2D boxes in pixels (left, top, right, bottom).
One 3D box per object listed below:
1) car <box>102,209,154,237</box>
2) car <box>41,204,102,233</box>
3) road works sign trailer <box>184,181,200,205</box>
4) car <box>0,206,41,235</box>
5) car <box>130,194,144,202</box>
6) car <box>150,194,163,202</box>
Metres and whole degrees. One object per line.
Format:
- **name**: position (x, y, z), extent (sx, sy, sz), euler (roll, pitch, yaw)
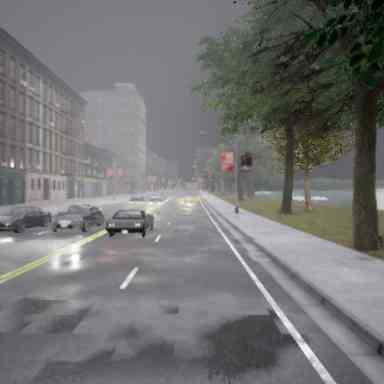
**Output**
- **car**: position (-3.149, 1.582, 17.842), extent (1.895, 1.301, 4.718), euler (0, 0, 0)
- **car**: position (-6.596, 1.471, 19.623), extent (2.128, 1.511, 4.902), euler (0, 0, 0)
- **road works sign trailer**: position (0.002, 0.142, 51.537), extent (2.380, 3.560, 2.880), euler (0, 1, 0)
- **car**: position (-9.849, 1.528, 19.119), extent (2.033, 1.411, 5.357), euler (0, 0, 0)
- **car**: position (-9.769, 1.069, 59.771), extent (2.033, 1.411, 5.357), euler (0, 1, 1)
- **car**: position (-6.522, 1.102, 60.847), extent (1.895, 1.301, 4.718), euler (0, 1, 1)
